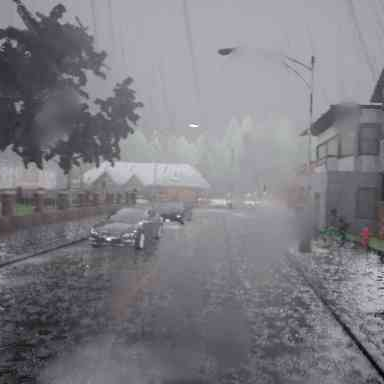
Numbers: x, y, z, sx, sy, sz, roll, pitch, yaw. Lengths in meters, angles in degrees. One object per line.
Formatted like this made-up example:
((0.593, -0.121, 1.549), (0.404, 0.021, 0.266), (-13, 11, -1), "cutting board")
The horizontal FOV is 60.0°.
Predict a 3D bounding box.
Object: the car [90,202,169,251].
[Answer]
((-2.483, 1.349, 13.653), (1.837, 1.490, 4.892), (2, 0, 8), "car")

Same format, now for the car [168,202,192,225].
((-1.131, 1.405, 23.509), (2.033, 1.411, 5.357), (2, 0, 8), "car")

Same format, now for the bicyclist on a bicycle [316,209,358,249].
((5.989, 1.527, 13.730), (1.656, 1.620, 0.582), (2, 0, 8), "bicyclist on a bicycle")
